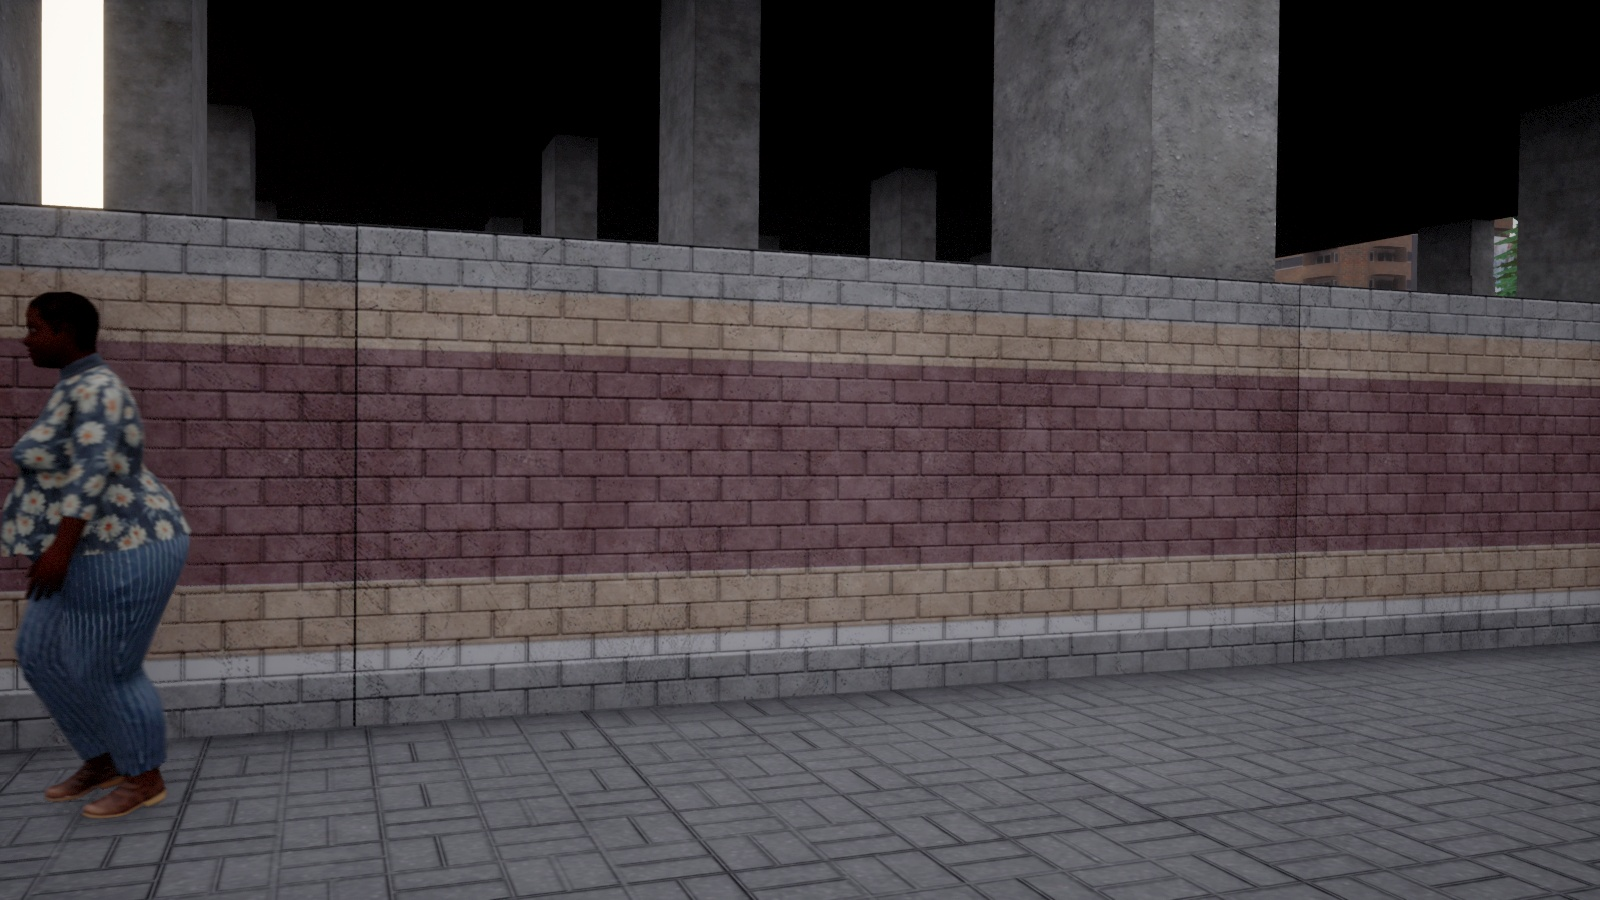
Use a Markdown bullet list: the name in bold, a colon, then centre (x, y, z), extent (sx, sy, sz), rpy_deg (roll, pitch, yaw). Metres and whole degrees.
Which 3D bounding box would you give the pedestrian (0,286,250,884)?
- **pedestrian**: centre (-2.499, 0.411, 4.398), extent (0.900, 1.855, 0.874), rpy_deg (-1, 1, -32)
